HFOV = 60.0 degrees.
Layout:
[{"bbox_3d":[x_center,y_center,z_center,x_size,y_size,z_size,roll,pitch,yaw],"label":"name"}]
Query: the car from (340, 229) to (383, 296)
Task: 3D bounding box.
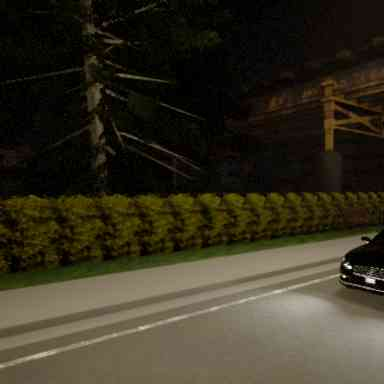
[{"bbox_3d":[5.428,1.463,7.806,4.892,1.490,1.837,0,0,-35],"label":"car"}]
